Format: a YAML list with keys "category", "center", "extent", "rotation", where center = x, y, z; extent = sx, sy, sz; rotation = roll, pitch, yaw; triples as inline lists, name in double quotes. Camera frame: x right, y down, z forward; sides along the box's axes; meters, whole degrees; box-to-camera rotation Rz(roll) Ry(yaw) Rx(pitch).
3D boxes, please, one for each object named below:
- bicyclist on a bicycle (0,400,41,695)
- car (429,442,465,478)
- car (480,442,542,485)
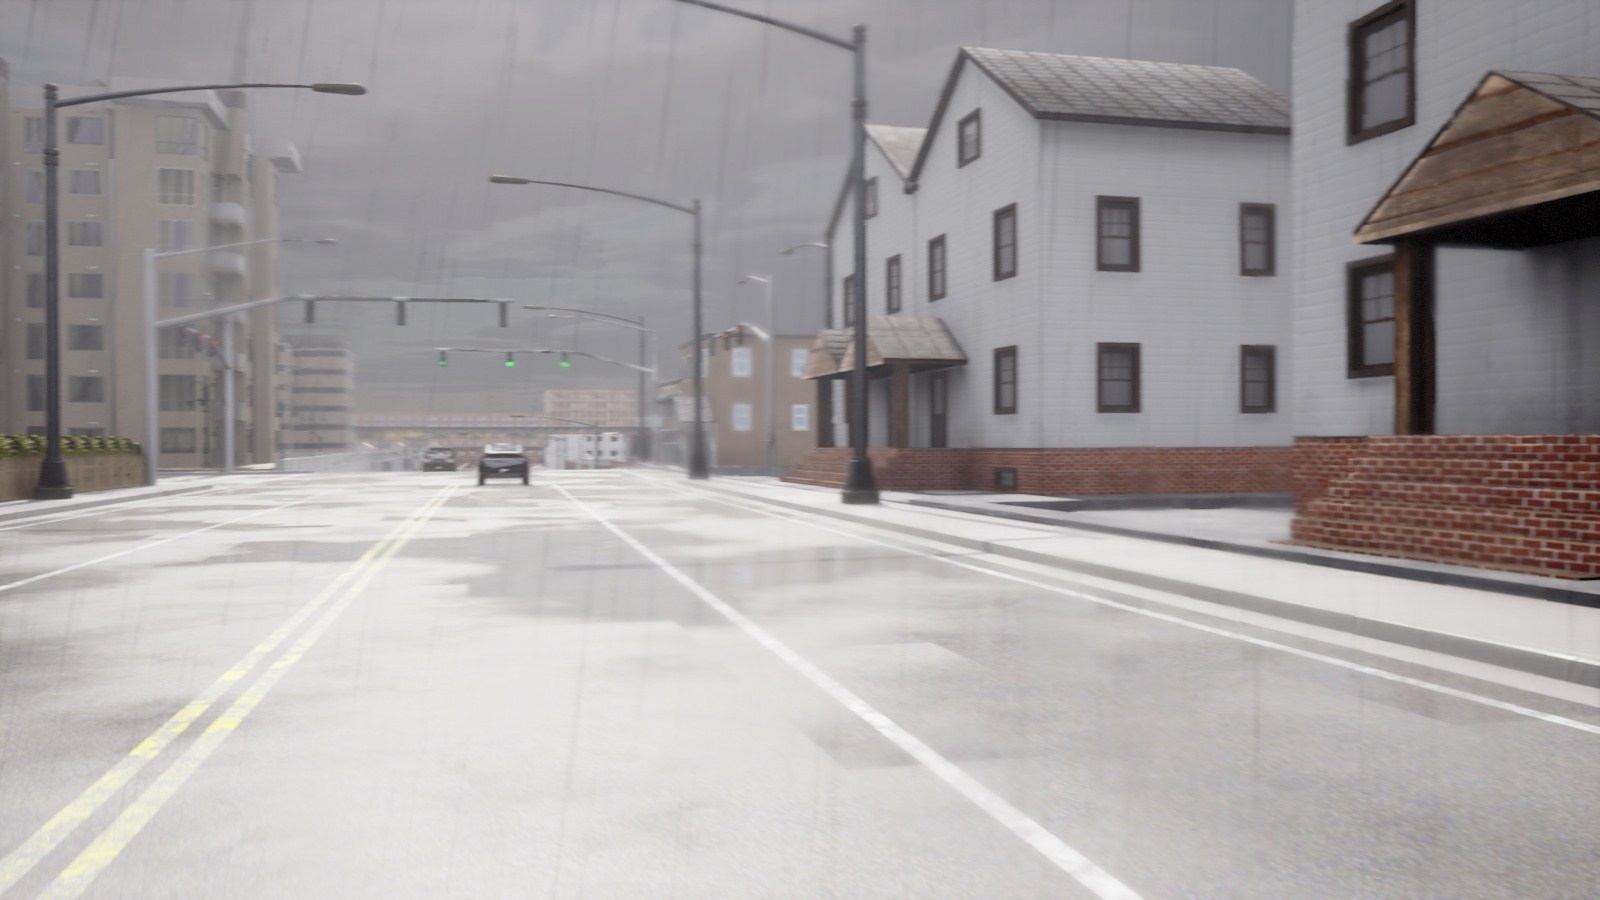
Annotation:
- category: "bicyclist on a bicycle"
  center: [-5.086, 0.586, 7.249]
  extent: [0.659, 1.776, 1.843]
  rotation: [0, 0, -13]
- category: "car"
  center: [-20.703, 0.630, 73.745]
  extent: [1.905, 1.878, 3.866]
  rotation: [0, -4, -13]
- category: "car"
  center: [-10.747, 0.462, 46.661]
  extent: [2.128, 1.511, 4.902]
  rotation: [0, 0, -13]
